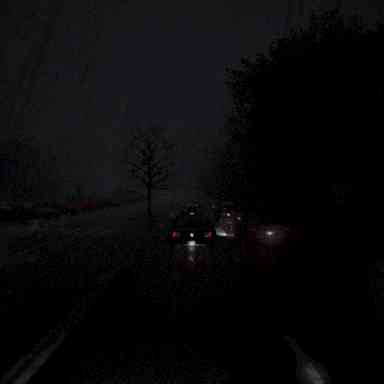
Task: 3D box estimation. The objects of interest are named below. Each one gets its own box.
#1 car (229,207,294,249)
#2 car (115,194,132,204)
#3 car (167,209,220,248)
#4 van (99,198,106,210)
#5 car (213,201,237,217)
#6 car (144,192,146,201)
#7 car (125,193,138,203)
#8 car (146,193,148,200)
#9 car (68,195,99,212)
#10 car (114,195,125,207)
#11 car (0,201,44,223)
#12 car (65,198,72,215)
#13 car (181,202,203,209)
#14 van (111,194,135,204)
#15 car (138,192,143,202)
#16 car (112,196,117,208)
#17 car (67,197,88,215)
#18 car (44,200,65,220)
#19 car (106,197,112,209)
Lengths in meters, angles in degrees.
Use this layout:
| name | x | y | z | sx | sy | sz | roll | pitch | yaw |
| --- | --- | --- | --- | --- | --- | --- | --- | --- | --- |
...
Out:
| name | x | y | z | sx | sy | sz | roll | pitch | yaw |
| --- | --- | --- | --- | --- | --- | --- | --- | --- | --- |
| car | 3.000 | 1.589 | 14.652 | 1.994 | 1.385 | 4.181 | 0 | 0 | 0 |
| car | -13.861 | 1.682 | 60.550 | 4.674 | 1.452 | 2.002 | -1 | 1 | -20 |
| car | 0.000 | 1.633 | 14.682 | 1.895 | 1.301 | 4.718 | 0 | 0 | 0 |
| van | -13.771 | 1.436 | 42.693 | 4.442 | 1.987 | 1.878 | -1 | -1 | -20 |
| car | 3.000 | 1.607 | 29.656 | 1.837 | 1.490 | 4.892 | 0 | 0 | 0 |
| car | -13.826 | 1.385 | 78.460 | 4.553 | 1.767 | 2.185 | -1 | 1 | -20 |
| car | -13.892 | 1.374 | 63.520 | 5.566 | 2.045 | 2.435 | -1 | 1 | -20 |
| car | -13.847 | 1.528 | 81.433 | 4.674 | 1.452 | 2.002 | -1 | 1 | -20 |
| car | -13.850 | 1.523 | 39.665 | 4.553 | 1.767 | 2.185 | -1 | 0 | -20 |
| car | -13.698 | 1.668 | 51.666 | 5.366 | 1.575 | 1.946 | -1 | 0 | -20 |
| car | -13.882 | 1.591 | 24.740 | 4.674 | 1.452 | 2.002 | -1 | 0 | -20 |
| car | -13.909 | 1.620 | 30.693 | 4.792 | 1.488 | 2.163 | -1 | 0 | -20 |
| car | 0.000 | 1.624 | 29.655 | 1.812 | 1.442 | 4.674 | 0 | 0 | 0 |
| van | -13.756 | 1.375 | 66.563 | 4.442 | 1.987 | 1.878 | -1 | 0 | -20 |
| car | -13.838 | 1.328 | 69.516 | 5.566 | 2.045 | 2.435 | -1 | 0 | -20 |
| car | -13.898 | 1.707 | 48.596 | 4.792 | 1.488 | 2.163 | -1 | 0 | -20 |
| car | -13.708 | 1.606 | 33.755 | 5.366 | 1.575 | 1.946 | -1 | -1 | -20 |
| car | -13.712 | 1.564 | 27.788 | 5.366 | 1.575 | 1.946 | -1 | -1 | -20 |
| car | -13.869 | 1.710 | 45.624 | 4.674 | 1.452 | 2.002 | -1 | 0 | -20 |
